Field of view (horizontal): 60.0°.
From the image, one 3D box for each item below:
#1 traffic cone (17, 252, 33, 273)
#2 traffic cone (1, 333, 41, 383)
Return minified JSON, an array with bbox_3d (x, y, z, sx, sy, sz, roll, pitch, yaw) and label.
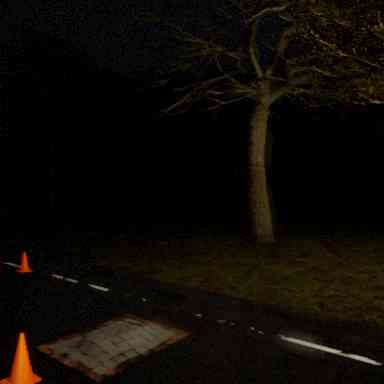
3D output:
[{"bbox_3d":[-5.067,2.103,10.073,0.340,0.580,0.340,0,-1,37],"label":"traffic cone"},{"bbox_3d":[-2.083,2.022,4.066,0.340,0.580,0.340,0,-1,37],"label":"traffic cone"}]
